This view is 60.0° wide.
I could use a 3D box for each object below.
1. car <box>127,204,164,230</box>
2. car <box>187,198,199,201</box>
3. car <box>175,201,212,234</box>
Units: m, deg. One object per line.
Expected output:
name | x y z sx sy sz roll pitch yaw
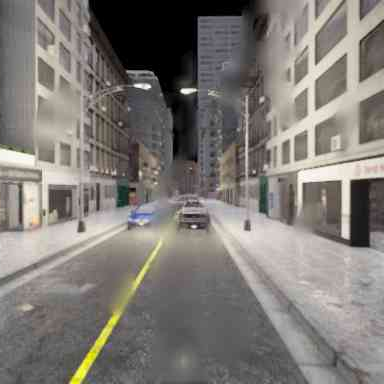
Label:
car | -2.843 1.532 21.024 1.812 1.442 4.674 0 0 0
car | 0.110 1.526 39.363 1.837 1.490 4.892 0 0 0
car | 0.105 1.510 19.316 1.837 1.490 4.892 0 0 0
